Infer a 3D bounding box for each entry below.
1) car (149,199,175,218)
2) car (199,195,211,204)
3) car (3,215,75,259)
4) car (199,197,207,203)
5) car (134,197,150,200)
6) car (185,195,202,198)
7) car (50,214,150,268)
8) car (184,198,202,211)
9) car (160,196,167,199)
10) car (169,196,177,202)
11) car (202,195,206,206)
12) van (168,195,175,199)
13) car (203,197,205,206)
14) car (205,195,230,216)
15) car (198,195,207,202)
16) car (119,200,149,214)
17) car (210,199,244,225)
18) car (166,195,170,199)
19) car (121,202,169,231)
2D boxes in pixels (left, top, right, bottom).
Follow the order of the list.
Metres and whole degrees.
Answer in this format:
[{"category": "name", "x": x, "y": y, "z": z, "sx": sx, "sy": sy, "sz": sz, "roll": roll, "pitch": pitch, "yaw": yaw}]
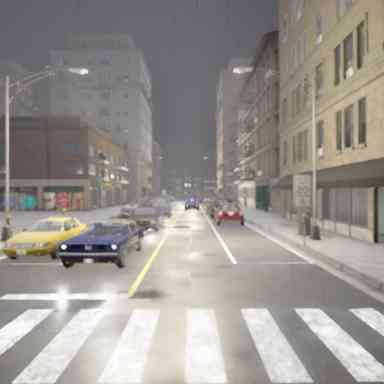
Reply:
[{"category": "car", "x": -2.842, "y": 1.653, "z": 31.189, "sx": 1.812, "sy": 1.442, "sz": 4.674, "roll": 0, "pitch": 0, "yaw": 0}, {"category": "car", "x": 2.641, "y": 1.566, "z": 69.708, "sx": 2.192, "sy": 1.841, "sz": 5.009, "roll": 0, "pitch": 0, "yaw": 0}, {"category": "car", "x": -5.390, "y": 1.594, "z": 12.920, "sx": 1.752, "sy": 1.417, "sz": 4.829, "roll": 0, "pitch": 0, "yaw": 0}, {"category": "car", "x": 2.644, "y": 1.861, "z": 81.031, "sx": 1.947, "sy": 1.339, "sz": 4.313, "roll": 0, "pitch": 0, "yaw": 0}, {"category": "car", "x": -5.388, "y": 1.470, "z": 35.739, "sx": 2.192, "sy": 1.841, "sz": 5.009, "roll": 0, "pitch": 0, "yaw": 0}, {"category": "car", "x": 0.001, "y": 1.420, "z": 53.208, "sx": 2.150, "sy": 2.045, "sz": 5.566, "roll": 0, "pitch": 0, "yaw": 0}, {"category": "car", "x": -2.884, "y": 1.654, "z": 11.611, "sx": 1.895, "sy": 1.301, "sz": 4.718, "roll": 0, "pitch": 0, "yaw": 1}, {"category": "car", "x": 0.002, "y": 1.760, "z": 42.904, "sx": 1.895, "sy": 1.301, "sz": 4.718, "roll": 0, "pitch": 0, "yaw": 0}, {"category": "car", "x": -5.385, "y": 1.802, "z": 52.723, "sx": 1.802, "sy": 1.307, "sz": 4.206, "roll": 0, "pitch": 0, "yaw": 0}, {"category": "car", "x": -5.380, "y": 1.940, "z": 92.356, "sx": 1.947, "sy": 1.339, "sz": 4.313, "roll": 0, "pitch": 0, "yaw": 0}, {"category": "car", "x": 2.641, "y": 1.758, "z": 58.384, "sx": 2.008, "sy": 1.369, "sz": 4.403, "roll": 0, "pitch": 0, "yaw": 0}, {"category": "van", "x": -5.383, "y": 1.648, "z": 75.371, "sx": 1.690, "sy": 1.788, "sz": 3.998, "roll": 0, "pitch": 0, "yaw": 0}, {"category": "car", "x": 2.639, "y": 1.668, "z": 41.568, "sx": 1.752, "sy": 1.417, "sz": 4.829, "roll": 0, "pitch": 0, "yaw": 0}, {"category": "car", "x": 2.636, "y": 1.414, "z": 30.075, "sx": 2.192, "sy": 1.841, "sz": 5.009, "roll": 0, "pitch": 0, "yaw": 0}, {"category": "car", "x": 2.644, "y": 1.632, "z": 86.694, "sx": 2.192, "sy": 1.841, "sz": 5.009, "roll": 0, "pitch": 0, "yaw": 0}, {"category": "car", "x": -5.388, "y": 1.685, "z": 30.076, "sx": 2.008, "sy": 1.369, "sz": 4.403, "roll": 0, "pitch": 0, "yaw": 0}, {"category": "car", "x": 2.636, "y": 1.518, "z": 24.413, "sx": 1.967, "sy": 1.590, "sz": 4.097, "roll": 0, "pitch": 0, "yaw": 0}, {"category": "car", "x": -5.384, "y": 1.766, "z": 58.215, "sx": 1.752, "sy": 1.417, "sz": 4.829, "roll": 0, "pitch": 0, "yaw": 0}, {"category": "car", "x": -2.857, "y": 1.637, "z": 21.348, "sx": 2.033, "sy": 1.411, "sz": 5.357, "roll": 0, "pitch": 0, "yaw": 0}]
